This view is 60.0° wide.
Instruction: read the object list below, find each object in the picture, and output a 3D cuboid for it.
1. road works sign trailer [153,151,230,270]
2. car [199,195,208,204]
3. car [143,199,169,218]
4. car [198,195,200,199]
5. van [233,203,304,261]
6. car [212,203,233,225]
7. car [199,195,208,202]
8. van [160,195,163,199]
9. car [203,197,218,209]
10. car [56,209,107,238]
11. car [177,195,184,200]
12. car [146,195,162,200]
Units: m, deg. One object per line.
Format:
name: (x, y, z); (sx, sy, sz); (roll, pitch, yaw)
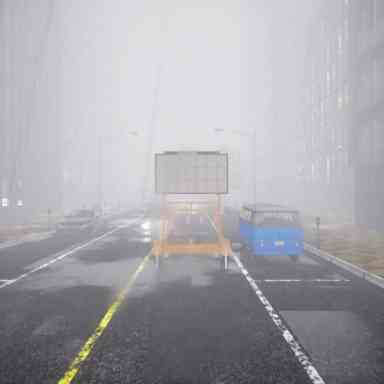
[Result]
road works sign trailer: (-0.014, 0.462, 11.031); (2.380, 3.560, 2.880); (0, 0, 0)
car: (2.627, 1.535, 51.862); (2.008, 1.369, 4.403); (0, 0, 0)
car: (-3.137, 1.595, 29.785); (1.895, 1.301, 4.718); (0, 0, 0)
car: (2.620, 1.528, 57.554); (2.008, 1.369, 4.403); (0, 0, 0)
van: (2.675, 1.339, 12.015); (1.690, 1.788, 3.998); (0, 0, 0)
car: (2.661, 1.578, 23.399); (1.802, 1.307, 4.206); (0, 0, 0)
car: (2.599, 1.389, 74.631); (1.967, 1.590, 4.097); (0, 0, 0)
van: (-5.761, 1.319, 57.548); (1.690, 1.788, 3.998); (0, 0, 0)
car: (2.640, 1.574, 40.477); (1.802, 1.307, 4.206); (0, 0, 0)
car: (-5.713, 1.579, 17.700); (1.802, 1.307, 4.206); (0, 0, 0)
car: (-3.109, 1.469, 88.763); (2.033, 1.411, 5.357); (0, 0, 0)
car: (-5.747, 1.540, 46.163); (2.008, 1.369, 4.403); (0, 0, 0)
